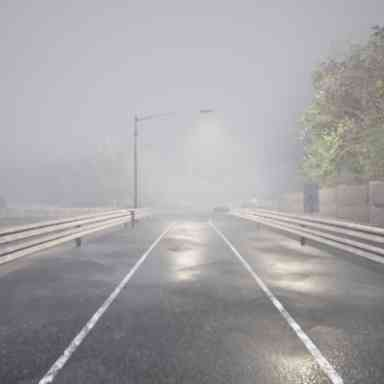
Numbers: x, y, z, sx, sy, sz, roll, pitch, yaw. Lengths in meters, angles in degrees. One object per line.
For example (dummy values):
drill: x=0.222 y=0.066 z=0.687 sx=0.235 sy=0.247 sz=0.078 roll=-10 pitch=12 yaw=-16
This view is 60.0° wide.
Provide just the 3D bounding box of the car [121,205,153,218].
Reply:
car: x=-7.145 y=2.433 z=42.614 sx=2.097 sy=1.767 sz=4.553 roll=-2 pitch=-3 yaw=42

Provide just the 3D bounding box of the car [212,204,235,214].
car: x=5.359 y=3.199 z=59.772 sx=1.837 sy=1.490 sz=4.892 roll=-1 pitch=-2 yaw=31

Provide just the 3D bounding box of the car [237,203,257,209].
car: x=12.148 y=3.381 z=72.900 sx=2.150 sy=2.045 sz=5.566 roll=-1 pitch=-2 yaw=21
